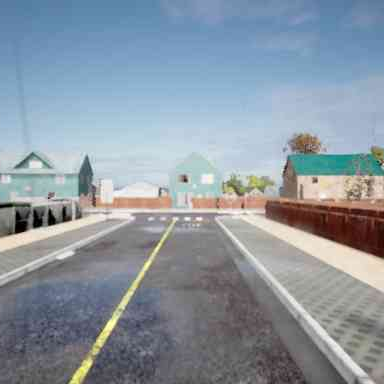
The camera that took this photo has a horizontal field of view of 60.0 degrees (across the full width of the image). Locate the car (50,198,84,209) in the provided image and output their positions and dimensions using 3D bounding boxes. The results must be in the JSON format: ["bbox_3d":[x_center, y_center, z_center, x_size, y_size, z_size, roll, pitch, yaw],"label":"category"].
[{"bbox_3d":[-14.268,1.454,35.988,4.892,1.490,1.837,0,1,-1],"label":"car"}]
